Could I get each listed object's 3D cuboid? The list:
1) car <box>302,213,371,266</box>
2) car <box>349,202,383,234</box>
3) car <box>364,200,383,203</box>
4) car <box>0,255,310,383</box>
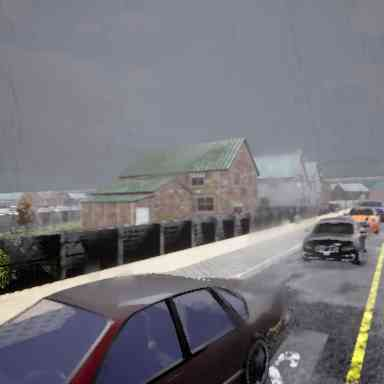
[{"bbox_3d":[5.646,1.781,12.937,1.837,1.490,4.892,-2,-2,31],"label":"car"},{"bbox_3d":[11.443,1.786,22.380,2.097,1.767,4.553,-2,-2,32],"label":"car"},{"bbox_3d":[17.704,1.822,32.521,2.150,2.045,5.566,-2,-2,32],"label":"car"},{"bbox_3d":[-0.754,1.675,3.378,2.033,1.411,5.357,-2,-2,38],"label":"car"}]
